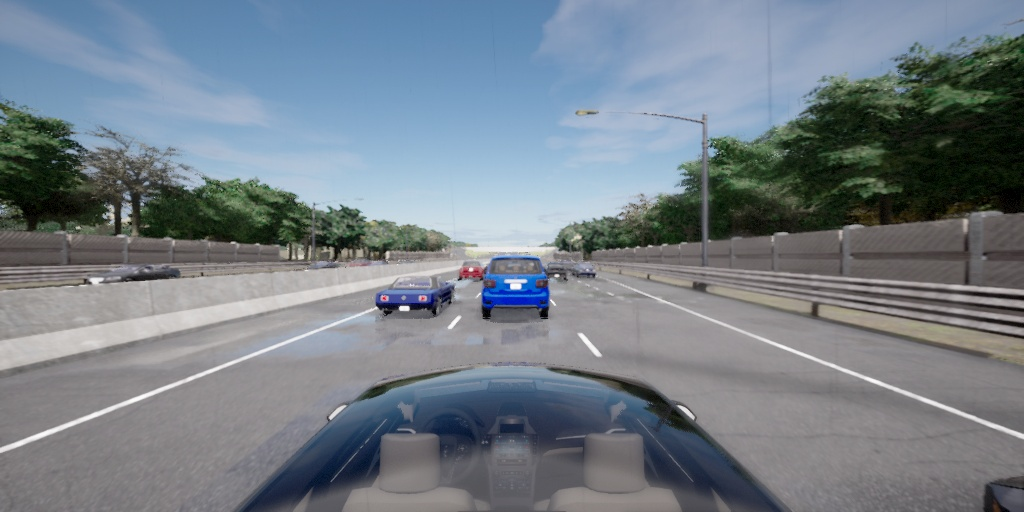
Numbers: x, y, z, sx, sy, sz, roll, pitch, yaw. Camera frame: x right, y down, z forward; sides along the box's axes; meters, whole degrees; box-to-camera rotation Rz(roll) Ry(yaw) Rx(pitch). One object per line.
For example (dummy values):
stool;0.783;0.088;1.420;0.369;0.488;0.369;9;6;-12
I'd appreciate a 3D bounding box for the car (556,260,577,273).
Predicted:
car;7.246;1.369;47.769;2.128;1.511;4.902;0;0;1

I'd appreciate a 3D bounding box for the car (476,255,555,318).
car;0.116;0.990;13.162;2.150;2.045;5.566;0;0;0

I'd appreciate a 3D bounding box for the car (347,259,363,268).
car;-20.829;1.231;49.282;2.097;1.767;4.553;0;0;1

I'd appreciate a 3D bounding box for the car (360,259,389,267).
car;-17.362;1.418;46.922;2.033;1.411;5.357;0;0;1

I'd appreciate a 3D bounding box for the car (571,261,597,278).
car;6.994;1.375;35.213;2.033;1.411;5.357;0;0;2

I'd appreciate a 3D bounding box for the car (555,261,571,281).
car;3.591;1.318;30.965;1.837;1.490;4.892;0;0;0

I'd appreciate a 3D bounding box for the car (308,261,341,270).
car;-24.352;1.417;46.884;2.033;1.411;5.357;0;0;1

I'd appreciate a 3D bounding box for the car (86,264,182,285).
car;-23.803;1.280;22.828;2.128;1.511;4.902;0;0;-3

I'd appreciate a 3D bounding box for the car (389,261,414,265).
car;-13.866;1.376;46.655;1.837;1.490;4.892;0;-1;1

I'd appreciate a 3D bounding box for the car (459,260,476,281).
car;-3.306;1.165;31.138;2.097;1.767;4.553;0;0;0

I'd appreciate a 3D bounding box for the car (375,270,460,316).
car;-3.384;1.370;13.525;1.895;1.301;4.718;0;0;0
